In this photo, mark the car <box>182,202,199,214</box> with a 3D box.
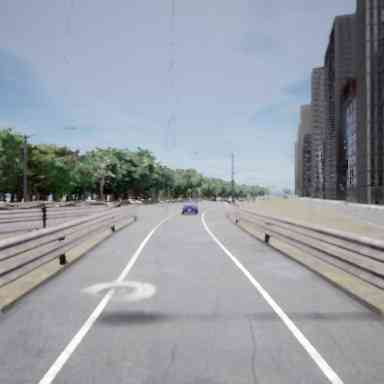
[{"bbox_3d":[-0.149,1.952,41.388,1.812,1.442,4.674,0,-1,4],"label":"car"}]
